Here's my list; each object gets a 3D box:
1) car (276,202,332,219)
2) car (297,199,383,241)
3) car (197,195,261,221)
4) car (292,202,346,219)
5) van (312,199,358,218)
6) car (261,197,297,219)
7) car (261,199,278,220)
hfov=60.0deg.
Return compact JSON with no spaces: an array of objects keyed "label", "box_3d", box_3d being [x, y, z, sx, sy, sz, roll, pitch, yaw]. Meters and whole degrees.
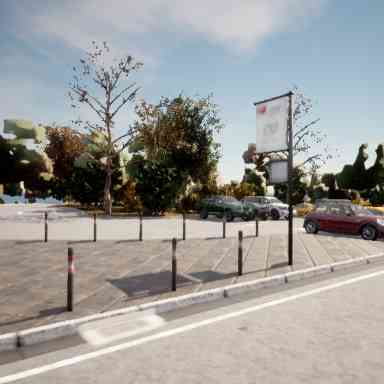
[{"label":"car","box_3d":[11.601,1.872,34.848,1.946,1.575,5.366,2,-1,-36]},{"label":"car","box_3d":[8.098,1.395,16.977,2.185,1.767,4.553,2,-1,-36]},{"label":"car","box_3d":[2.676,1.318,28.129,2.435,2.045,5.566,2,-1,-36]},{"label":"car","box_3d":[13.760,1.962,36.401,1.946,1.575,5.366,3,-1,-36]},{"label":"van","box_3d":[16.209,1.841,37.792,1.878,1.987,4.442,3,-1,-36]},{"label":"car","box_3d":[7.094,1.451,31.340,2.435,2.045,5.566,2,-1,-36]},{"label":"car","box_3d":[4.817,1.633,29.712,2.231,1.521,4.892,2,-1,-36]}]
